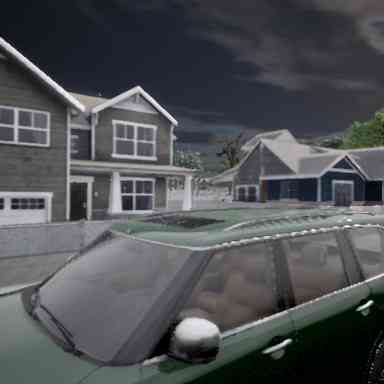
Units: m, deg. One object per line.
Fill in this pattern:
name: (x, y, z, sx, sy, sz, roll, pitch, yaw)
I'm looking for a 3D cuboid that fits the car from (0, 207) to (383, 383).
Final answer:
car: (0.052, 1.221, 3.098, 5.566, 2.045, 2.150, 0, 0, -35)
